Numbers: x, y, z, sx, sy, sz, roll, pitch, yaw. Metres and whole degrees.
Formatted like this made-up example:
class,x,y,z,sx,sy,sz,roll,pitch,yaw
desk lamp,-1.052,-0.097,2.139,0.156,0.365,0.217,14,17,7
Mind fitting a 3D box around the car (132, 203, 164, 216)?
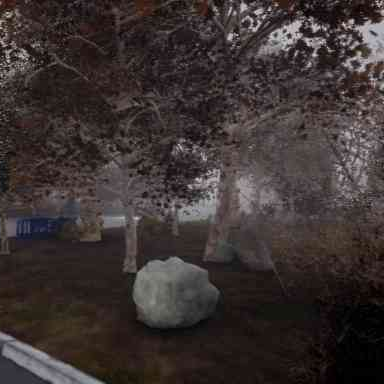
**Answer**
class,x,y,z,sx,sy,sz,roll,pitch,yaw
car,-4.853,1.952,36.088,1.994,1.385,4.181,3,1,35
